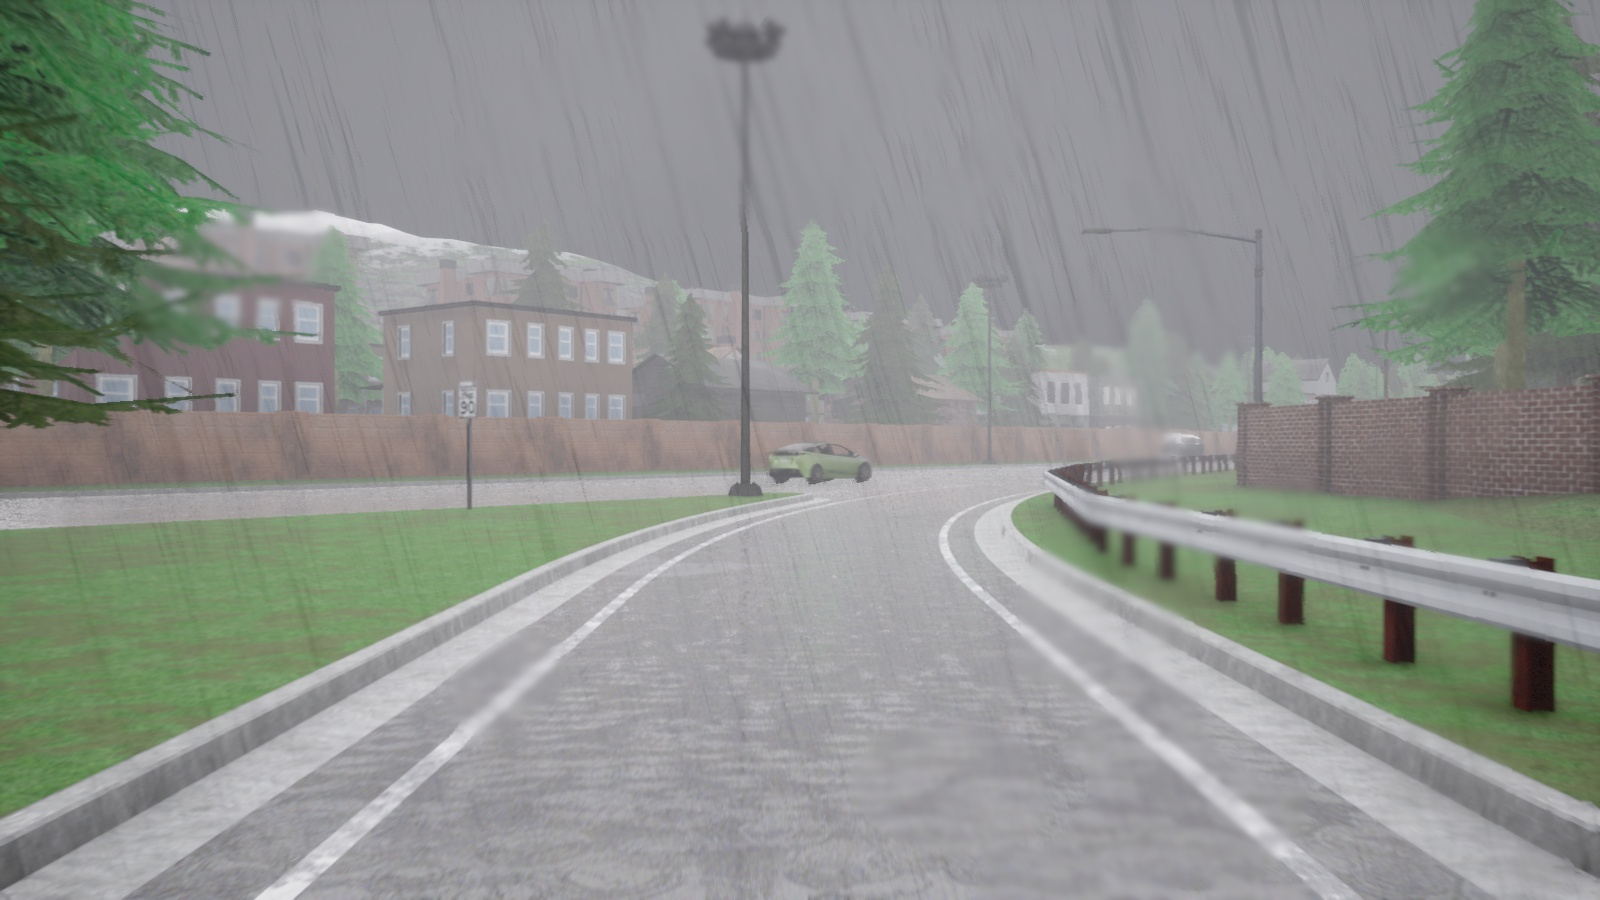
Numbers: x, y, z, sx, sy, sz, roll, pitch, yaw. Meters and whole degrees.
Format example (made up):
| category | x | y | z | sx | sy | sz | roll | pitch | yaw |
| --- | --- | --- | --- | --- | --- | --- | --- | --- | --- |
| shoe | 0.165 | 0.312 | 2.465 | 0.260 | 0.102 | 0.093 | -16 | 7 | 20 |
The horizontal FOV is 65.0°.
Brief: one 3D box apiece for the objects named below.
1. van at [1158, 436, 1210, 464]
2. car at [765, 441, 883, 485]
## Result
| category | x | y | z | sx | sy | sz | roll | pitch | yaw |
| --- | --- | --- | --- | --- | --- | --- | --- | --- | --- |
| van | 27.998 | -0.022 | 91.472 | 2.069 | 2.038 | 4.480 | 0 | 1 | 38 |
| car | 0.920 | 0.434 | 46.134 | 2.007 | 1.525 | 4.514 | 0 | 0 | 38 |
